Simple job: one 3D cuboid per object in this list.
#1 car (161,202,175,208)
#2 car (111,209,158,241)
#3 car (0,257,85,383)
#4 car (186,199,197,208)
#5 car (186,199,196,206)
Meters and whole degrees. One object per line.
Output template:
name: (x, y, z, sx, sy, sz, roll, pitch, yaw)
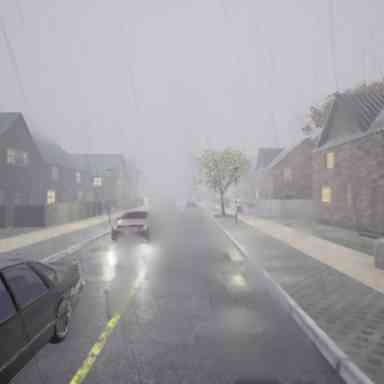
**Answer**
car: (-2.848, 1.478, 40.279, 1.994, 1.385, 4.181, 0, -1, 0)
car: (-2.870, 1.634, 17.392, 1.812, 1.442, 4.674, 0, 0, 0)
car: (-2.855, 1.573, 3.801, 2.033, 1.411, 5.357, 0, 0, 0)
car: (-0.144, 2.091, 59.282, 1.994, 1.385, 4.181, 0, -1, 0)
car: (-0.171, 2.097, 69.324, 2.033, 1.411, 5.357, 0, -1, 0)
